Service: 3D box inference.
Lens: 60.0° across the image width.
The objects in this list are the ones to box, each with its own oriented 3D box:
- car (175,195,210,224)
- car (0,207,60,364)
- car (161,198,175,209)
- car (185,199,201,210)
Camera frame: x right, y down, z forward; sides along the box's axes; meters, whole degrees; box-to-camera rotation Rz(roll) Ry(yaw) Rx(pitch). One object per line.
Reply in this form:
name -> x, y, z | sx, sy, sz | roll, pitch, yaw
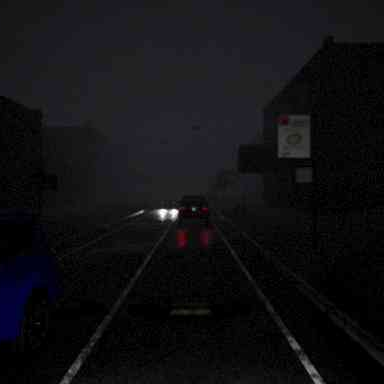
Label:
car -> 0.136, 1.214, 24.504 | 2.150, 2.045, 5.566 | 0, 0, 0
car -> -3.129, 1.227, 3.020 | 2.150, 2.045, 5.566 | 0, 0, -1
car -> -3.028, 1.539, 44.751 | 1.895, 1.301, 4.718 | 0, 0, 0
car -> 0.151, 1.548, 42.330 | 1.895, 1.301, 4.718 | 0, 0, 0
